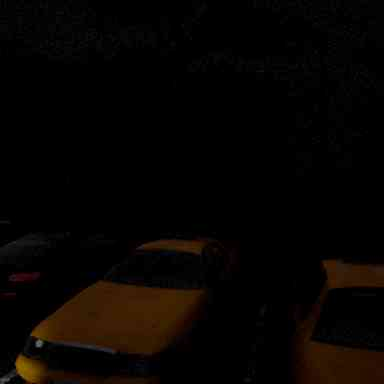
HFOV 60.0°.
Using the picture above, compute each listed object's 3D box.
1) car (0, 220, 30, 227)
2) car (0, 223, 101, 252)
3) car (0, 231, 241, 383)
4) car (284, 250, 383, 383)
[{"bbox_3d":[-5.060,1.519,9.247,2.002,1.452,4.674,0,-1,17],"label":"car"},{"bbox_3d":[-2.680,1.522,7.485,2.002,1.452,4.674,0,-1,17],"label":"car"},{"bbox_3d":[-0.335,1.479,5.559,1.946,1.575,5.366,1,-1,16],"label":"car"},{"bbox_3d":[2.161,1.486,4.180,1.946,1.575,5.366,0,-1,16],"label":"car"}]
